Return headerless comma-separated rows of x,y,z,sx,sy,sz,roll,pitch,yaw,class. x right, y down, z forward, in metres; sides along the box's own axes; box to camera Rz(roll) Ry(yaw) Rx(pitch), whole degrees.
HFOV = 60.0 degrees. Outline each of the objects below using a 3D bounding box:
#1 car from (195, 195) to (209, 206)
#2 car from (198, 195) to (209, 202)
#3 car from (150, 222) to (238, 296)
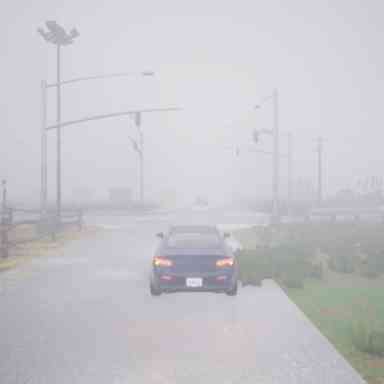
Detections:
1.501,1.226,48.707,1.882,1.535,5.008,0,0,3,car
2.290,1.225,64.629,2.033,1.411,5.357,0,0,3,car
0.040,1.488,8.443,1.812,1.442,4.674,0,0,0,car
